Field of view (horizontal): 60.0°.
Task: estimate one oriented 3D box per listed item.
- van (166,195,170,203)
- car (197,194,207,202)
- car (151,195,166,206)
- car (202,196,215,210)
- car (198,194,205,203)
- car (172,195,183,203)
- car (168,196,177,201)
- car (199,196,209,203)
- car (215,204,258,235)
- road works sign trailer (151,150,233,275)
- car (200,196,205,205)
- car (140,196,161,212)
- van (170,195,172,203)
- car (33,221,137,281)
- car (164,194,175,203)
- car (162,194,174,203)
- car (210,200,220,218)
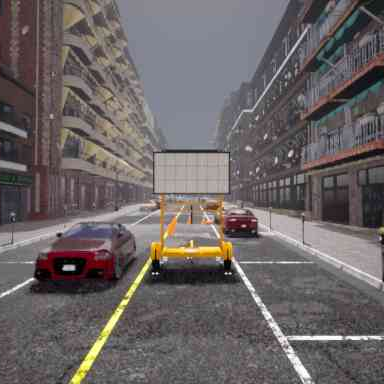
[{"bbox_3d":[-5.294,1.459,57.594,1.690,1.788,3.998,2,0,0],"label":"van"},{"bbox_3d":[2.550,1.551,85.188,2.192,1.841,5.009,1,0,0],"label":"car"},{"bbox_3d":[-5.292,1.399,46.535,2.192,1.841,5.009,2,0,0],"label":"car"},{"bbox_3d":[2.582,1.614,40.940,1.887,1.381,4.507,1,0,0],"label":"car"},{"bbox_3d":[2.581,1.684,63.064,1.887,1.381,4.507,1,0,0],"label":"car"},{"bbox_3d":[-2.755,1.642,66.132,2.128,1.511,4.902,0,0,0],"label":"car"},{"bbox_3d":[-5.302,1.830,90.778,1.947,1.339,4.313,1,0,0],"label":"car"},{"bbox_3d":[2.590,1.626,74.126,1.967,1.590,4.097,1,0,0],"label":"car"},{"bbox_3d":[2.584,1.565,18.818,1.887,1.381,4.507,1,0,0],"label":"car"},{"bbox_3d":[-0.010,0.473,10.490,2.380,3.560,2.880,0,0,0],"label":"road works sign trailer"},{"bbox_3d":[2.581,1.635,46.472,2.008,1.369,4.403,1,0,0],"label":"car"},{"bbox_3d":[-5.297,1.594,40.833,1.752,1.417,4.829,2,0,0],"label":"car"},{"bbox_3d":[-5.295,1.481,63.126,1.690,1.788,3.998,1,0,0],"label":"van"},{"bbox_3d":[-2.851,1.571,9.718,1.994,1.385,4.181,0,0,0],"label":"car"},{"bbox_3d":[-5.295,1.525,79.716,2.192,1.841,5.009,1,0,0],"label":"car"},{"bbox_3d":[-5.295,1.501,74.187,2.192,1.841,5.009,1,0,0],"label":"car"},{"bbox_3d":[2.584,1.555,24.520,1.752,1.417,4.829,1,0,0],"label":"car"}]
